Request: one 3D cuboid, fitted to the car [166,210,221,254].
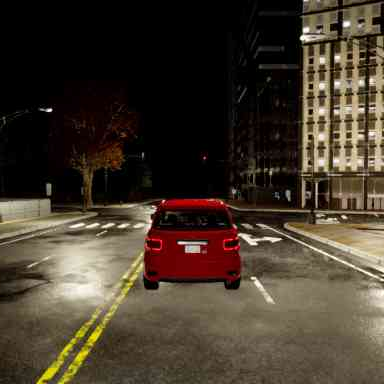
[{"bbox_3d":[0.062,1.560,14.154,1.994,1.385,4.181,0,0,0],"label":"car"}]

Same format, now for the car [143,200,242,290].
[{"bbox_3d":[-0.022,1.218,9.215,2.150,2.045,5.566,0,0,-1],"label":"car"}]
